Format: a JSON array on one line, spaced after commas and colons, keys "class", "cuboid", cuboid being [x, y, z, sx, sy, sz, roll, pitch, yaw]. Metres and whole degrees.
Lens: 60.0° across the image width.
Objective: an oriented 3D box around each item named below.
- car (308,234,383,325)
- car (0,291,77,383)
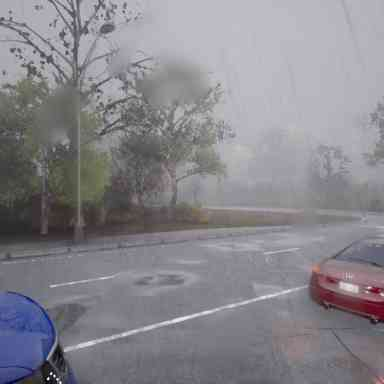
[{"class": "car", "cuboid": [4.269, 1.564, 6.715, 4.181, 1.385, 1.994, 0, 0, -35]}, {"class": "car", "cuboid": [-3.355, 1.221, 1.326, 5.566, 2.045, 2.150, 0, 0, -36]}]
